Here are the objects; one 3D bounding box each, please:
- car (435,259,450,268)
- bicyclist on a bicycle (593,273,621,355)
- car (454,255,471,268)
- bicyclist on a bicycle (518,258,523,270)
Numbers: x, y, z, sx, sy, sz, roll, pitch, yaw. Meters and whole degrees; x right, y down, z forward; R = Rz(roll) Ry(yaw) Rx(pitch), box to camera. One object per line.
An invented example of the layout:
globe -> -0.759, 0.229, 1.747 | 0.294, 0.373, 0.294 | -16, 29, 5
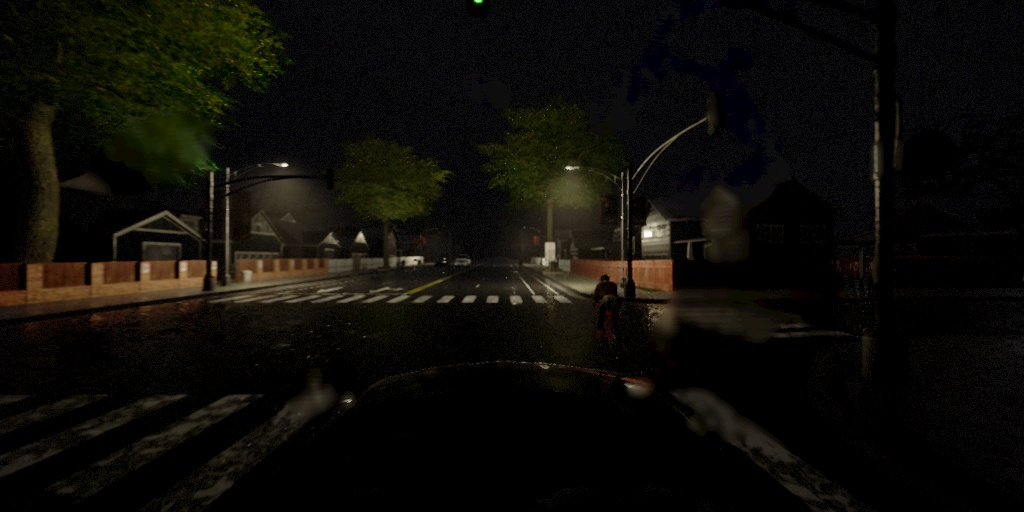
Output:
car -> -11.231, 1.115, 58.289 | 2.033, 1.411, 5.357 | 0, 0, -1
bicyclist on a bicycle -> 2.049, 1.203, 7.766 | 0.582, 1.620, 1.656 | 0, 0, -1
car -> -7.980, 0.806, 58.341 | 2.150, 2.045, 5.566 | 0, 0, -1
bicyclist on a bicycle -> 1.090, 1.117, 45.742 | 0.582, 1.620, 1.656 | 0, 0, -1
